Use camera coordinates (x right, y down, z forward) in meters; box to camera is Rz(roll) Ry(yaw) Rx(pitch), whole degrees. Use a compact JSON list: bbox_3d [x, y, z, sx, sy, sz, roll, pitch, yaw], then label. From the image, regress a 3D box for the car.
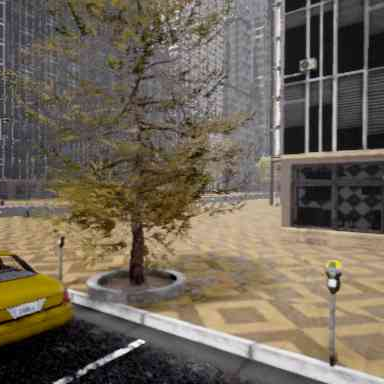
[{"bbox_3d":[-4.073,1.520,5.774,4.829,1.417,1.752,0,1,36],"label":"car"}]
